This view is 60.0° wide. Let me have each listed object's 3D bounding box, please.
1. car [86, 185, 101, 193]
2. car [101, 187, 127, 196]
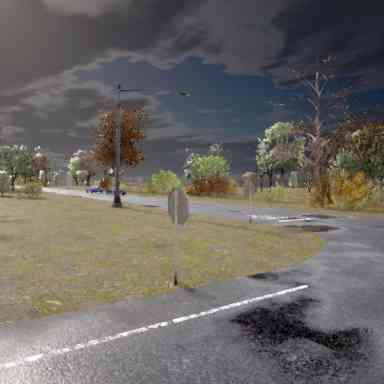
[{"bbox_3d":[-17.578,-0.508,59.847,1.812,1.442,4.674,0,2,-36],"label":"car"},{"bbox_3d":[-12.026,-0.125,52.066,1.895,1.301,4.718,0,2,-36],"label":"car"}]
